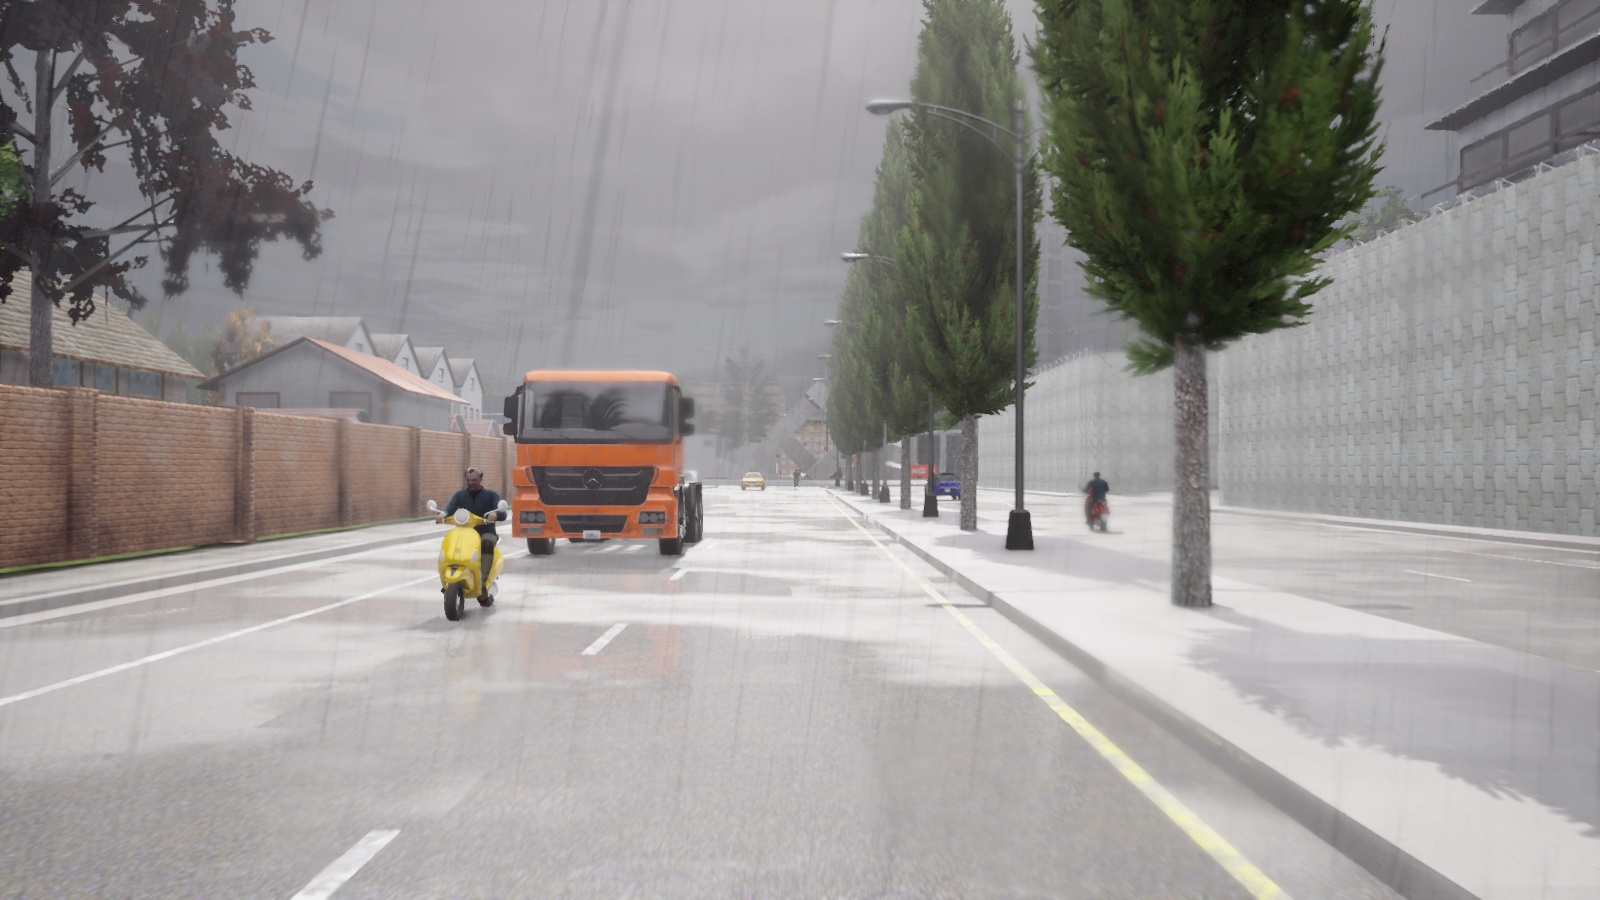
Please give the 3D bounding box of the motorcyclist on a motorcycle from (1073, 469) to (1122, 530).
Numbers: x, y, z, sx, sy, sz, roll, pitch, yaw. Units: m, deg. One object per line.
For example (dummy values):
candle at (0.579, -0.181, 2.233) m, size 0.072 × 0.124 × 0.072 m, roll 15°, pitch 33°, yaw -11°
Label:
motorcyclist on a motorcycle at (7.918, 1.297, 33.504) m, size 0.866 × 1.590 × 1.817 m, roll 0°, pitch -1°, yaw 0°

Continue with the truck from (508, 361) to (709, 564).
truck at (-3.566, 0.273, 25.470) m, size 2.891 × 3.462 × 7.936 m, roll 0°, pitch -1°, yaw 0°

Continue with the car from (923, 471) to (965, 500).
car at (7.830, 1.923, 68.610) m, size 1.816 × 1.474 × 4.193 m, roll -1°, pitch -1°, yaw 0°

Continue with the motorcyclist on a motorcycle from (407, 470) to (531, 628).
motorcyclist on a motorcycle at (-3.533, 1.010, 13.576) m, size 0.866 × 1.590 × 1.817 m, roll 0°, pitch -1°, yaw 0°
